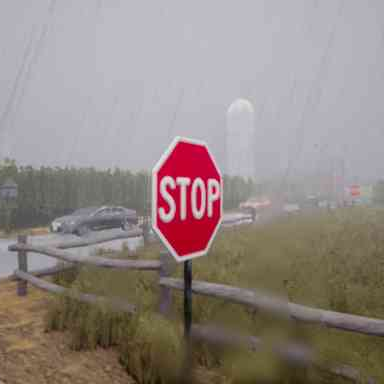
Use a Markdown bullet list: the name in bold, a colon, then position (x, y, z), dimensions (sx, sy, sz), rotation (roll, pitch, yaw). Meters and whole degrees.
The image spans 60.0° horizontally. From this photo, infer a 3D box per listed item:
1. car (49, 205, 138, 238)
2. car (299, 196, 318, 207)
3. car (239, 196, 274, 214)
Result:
- **car**: position (-5.014, 1.447, 17.611), dimensions (2.128, 1.511, 4.902), rotation (0, 0, 36)
- **car**: position (15.788, 1.261, 44.900), dimensions (1.837, 1.490, 4.892), rotation (0, 0, 11)
- **car**: position (6.526, 1.256, 33.650), dimensions (2.097, 1.767, 4.553), rotation (0, 1, 36)
